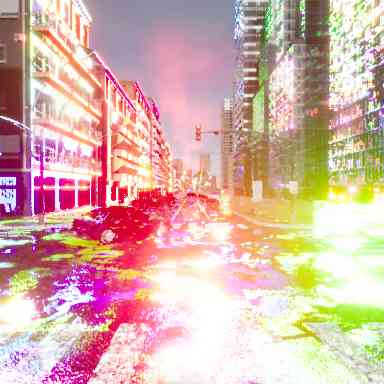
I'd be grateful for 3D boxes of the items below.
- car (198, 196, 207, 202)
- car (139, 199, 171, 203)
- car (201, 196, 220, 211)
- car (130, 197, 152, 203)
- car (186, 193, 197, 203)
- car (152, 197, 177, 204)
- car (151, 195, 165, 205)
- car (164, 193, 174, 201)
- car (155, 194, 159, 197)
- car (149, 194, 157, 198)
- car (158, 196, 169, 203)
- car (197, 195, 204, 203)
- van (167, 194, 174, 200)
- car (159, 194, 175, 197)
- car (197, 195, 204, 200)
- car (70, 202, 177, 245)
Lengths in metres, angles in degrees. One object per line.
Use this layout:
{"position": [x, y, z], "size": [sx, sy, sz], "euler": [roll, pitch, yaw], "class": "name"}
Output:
{"position": [2.419, 1.548, 74.980], "size": [1.887, 1.381, 4.507], "euler": [-1, 0, 0], "class": "car"}
{"position": [-3.187, 1.560, 29.141], "size": [1.994, 1.385, 4.181], "euler": [0, 0, 0], "class": "car"}
{"position": [2.522, 1.540, 41.086], "size": [1.887, 1.381, 4.507], "euler": [-1, 0, 0], "class": "car"}
{"position": [-5.808, 1.540, 35.355], "size": [1.887, 1.381, 4.507], "euler": [-1, 0, 0], "class": "car"}
{"position": [-0.112, 1.223, 69.850], "size": [2.150, 2.045, 5.566], "euler": [0, 0, 0], "class": "car"}
{"position": [-3.207, 1.559, 39.067], "size": [1.994, 1.385, 4.181], "euler": [0, 0, 0], "class": "car"}
{"position": [-5.878, 1.439, 57.950], "size": [1.967, 1.590, 4.097], "euler": [-1, 0, 0], "class": "car"}
{"position": [-5.966, 1.321, 86.195], "size": [2.192, 1.841, 5.009], "euler": [-1, 0, 0], "class": "car"}
{"position": [-5.863, 1.312, 52.302], "size": [2.192, 1.841, 5.009], "euler": [-1, 0, 0], "class": "car"}
{"position": [-5.826, 1.436, 41.004], "size": [1.967, 1.590, 4.097], "euler": [-1, 0, 0], "class": "car"}
{"position": [-5.911, 1.583, 69.249], "size": [1.802, 1.307, 4.206], "euler": [-1, 0, 0], "class": "car"}
{"position": [2.453, 1.551, 63.682], "size": [2.008, 1.369, 4.403], "euler": [-1, 0, 0], "class": "car"}
{"position": [-5.982, 1.350, 91.843], "size": [1.690, 1.788, 3.998], "euler": [-1, 0, 0], "class": "van"}
{"position": [-3.237, 1.488, 49.189], "size": [2.128, 1.511, 4.902], "euler": [0, 0, 0], "class": "car"}
{"position": [2.366, 1.534, 92.098], "size": [1.752, 1.417, 4.829], "euler": [-1, 0, 0], "class": "car"}
{"position": [-3.169, 1.473, 15.592], "size": [4.892, 1.490, 1.837], "euler": [-1, 2, -43], "class": "car"}
